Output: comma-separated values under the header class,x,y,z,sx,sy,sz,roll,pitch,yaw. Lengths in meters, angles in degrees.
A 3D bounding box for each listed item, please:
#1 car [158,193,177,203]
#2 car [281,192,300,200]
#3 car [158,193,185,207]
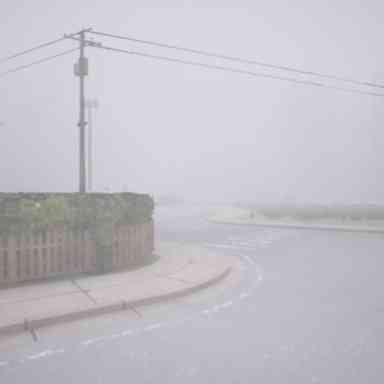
class,x,y,z,sx,sy,sz,roll,pitch,yaw
car,-4.818,1.100,65.820,1.905,1.878,3.866,0,0,32
car,15.864,1.255,53.244,2.242,1.667,4.611,0,0,32
car,-2.999,1.181,49.201,1.932,1.855,4.605,0,0,32
